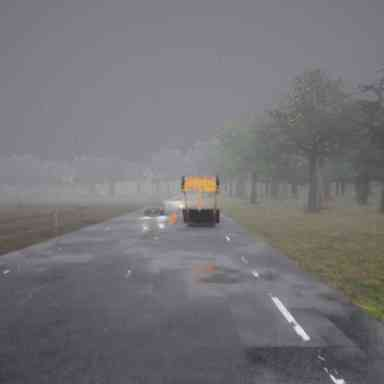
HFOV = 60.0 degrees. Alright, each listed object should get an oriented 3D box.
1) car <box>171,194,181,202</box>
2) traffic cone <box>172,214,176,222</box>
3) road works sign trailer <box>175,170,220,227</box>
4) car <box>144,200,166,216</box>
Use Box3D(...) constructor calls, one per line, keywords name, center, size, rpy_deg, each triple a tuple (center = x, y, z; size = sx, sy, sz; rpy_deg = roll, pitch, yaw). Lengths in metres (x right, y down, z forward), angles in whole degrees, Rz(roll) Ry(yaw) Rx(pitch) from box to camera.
Box3D(name="car", center=(-3.517, 1.317, 74.438), size=(2.097, 1.767, 4.553), rpy_deg=(0, 0, 0))
Box3D(name="traffic cone", center=(-1.492, 1.981, 23.648), size=(0.340, 0.580, 0.340), rpy_deg=(0, 0, 0))
Box3D(name="road works sign trailer", center=(0.528, 0.952, 20.101), size=(2.380, 3.560, 2.880), rpy_deg=(0, 45, 4))
Box3D(name="car", center=(-3.602, 1.539, 32.963), size=(1.837, 1.490, 4.892), rpy_deg=(0, 0, 0))
